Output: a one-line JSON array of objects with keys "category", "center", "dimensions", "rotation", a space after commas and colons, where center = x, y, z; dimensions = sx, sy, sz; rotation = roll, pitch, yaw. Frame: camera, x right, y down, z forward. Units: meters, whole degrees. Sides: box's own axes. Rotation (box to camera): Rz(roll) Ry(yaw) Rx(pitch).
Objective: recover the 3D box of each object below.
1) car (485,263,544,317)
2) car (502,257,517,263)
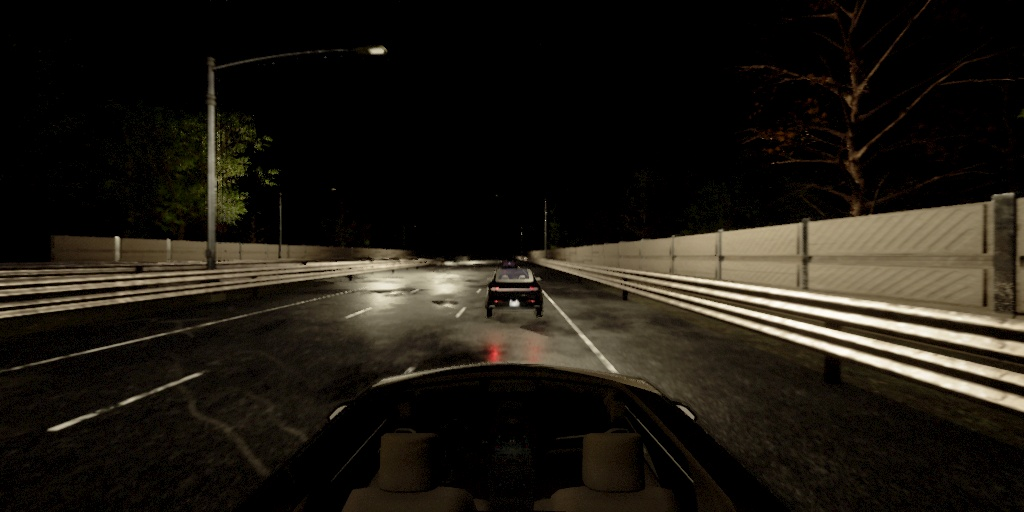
[{"category": "car", "center": [0.064, 1.195, 13.025], "dimensions": [2.128, 1.511, 4.902], "rotation": [0, 0, 0]}, {"category": "car", "center": [-0.339, 0.997, 46.096], "dimensions": [2.033, 1.649, 4.856], "rotation": [0, 0, -1]}]
